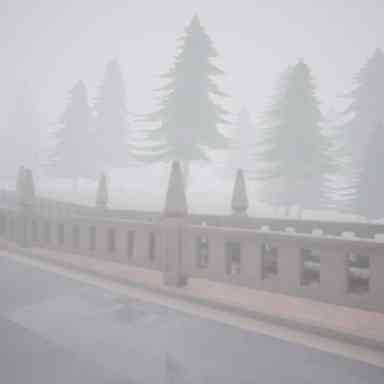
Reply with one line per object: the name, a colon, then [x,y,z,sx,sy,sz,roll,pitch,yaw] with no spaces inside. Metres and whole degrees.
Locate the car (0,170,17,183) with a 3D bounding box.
car: [-25.787,-2.197,43.999,2.097,1.767,4.553,7,4,37]
